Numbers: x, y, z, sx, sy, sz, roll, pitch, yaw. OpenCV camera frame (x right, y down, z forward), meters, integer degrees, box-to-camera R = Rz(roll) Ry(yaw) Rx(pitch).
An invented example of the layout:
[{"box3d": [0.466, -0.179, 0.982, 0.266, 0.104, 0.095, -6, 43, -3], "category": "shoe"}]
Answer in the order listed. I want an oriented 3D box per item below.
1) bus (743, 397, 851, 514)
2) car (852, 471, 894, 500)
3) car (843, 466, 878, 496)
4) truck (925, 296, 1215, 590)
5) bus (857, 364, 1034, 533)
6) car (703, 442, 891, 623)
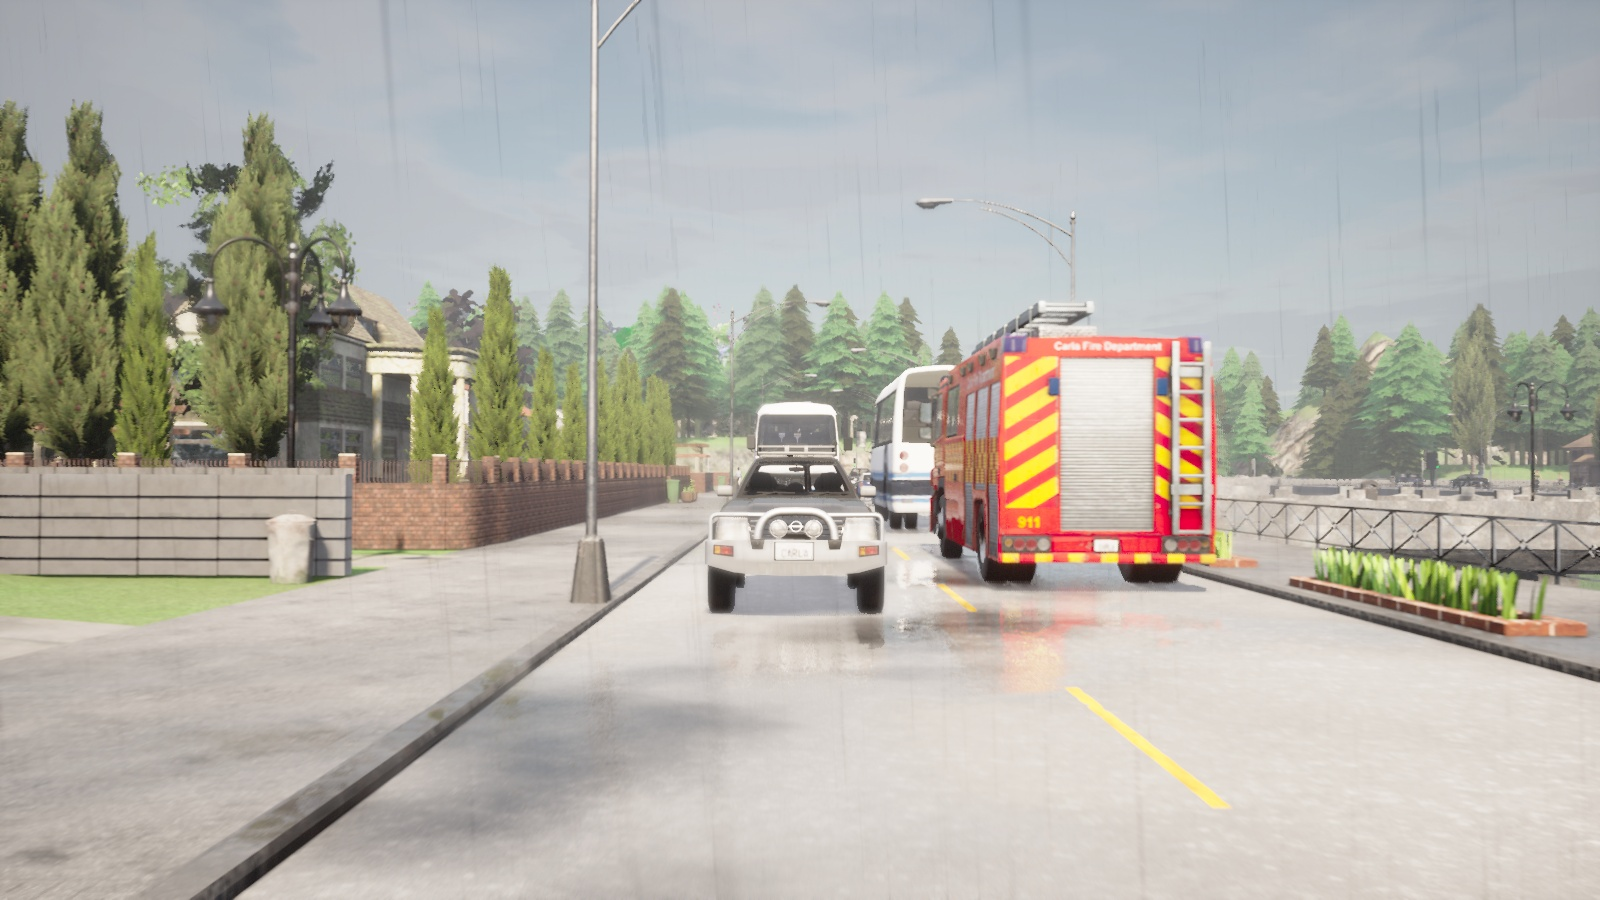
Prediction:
[{"box3d": [-0.126, 0.294, 51.113, 3.944, 4.253, 10.273, 0, -1, 0], "category": "bus"}, {"box3d": [3.843, 1.881, 66.693, 1.970, 1.475, 3.806, 0, -1, 0], "category": "car"}, {"box3d": [3.812, 1.951, 79.750, 1.932, 1.855, 4.605, 0, -1, 0], "category": "car"}, {"box3d": [3.947, -0.020, 20.627, 2.891, 3.827, 8.468, 0, -1, 0], "category": "truck"}, {"box3d": [3.908, 0.039, 36.839, 3.944, 4.253, 10.273, 0, -1, 0], "category": "bus"}, {"box3d": [-0.037, 0.887, 15.238, 1.932, 1.855, 4.605, 0, -1, 0], "category": "car"}]
